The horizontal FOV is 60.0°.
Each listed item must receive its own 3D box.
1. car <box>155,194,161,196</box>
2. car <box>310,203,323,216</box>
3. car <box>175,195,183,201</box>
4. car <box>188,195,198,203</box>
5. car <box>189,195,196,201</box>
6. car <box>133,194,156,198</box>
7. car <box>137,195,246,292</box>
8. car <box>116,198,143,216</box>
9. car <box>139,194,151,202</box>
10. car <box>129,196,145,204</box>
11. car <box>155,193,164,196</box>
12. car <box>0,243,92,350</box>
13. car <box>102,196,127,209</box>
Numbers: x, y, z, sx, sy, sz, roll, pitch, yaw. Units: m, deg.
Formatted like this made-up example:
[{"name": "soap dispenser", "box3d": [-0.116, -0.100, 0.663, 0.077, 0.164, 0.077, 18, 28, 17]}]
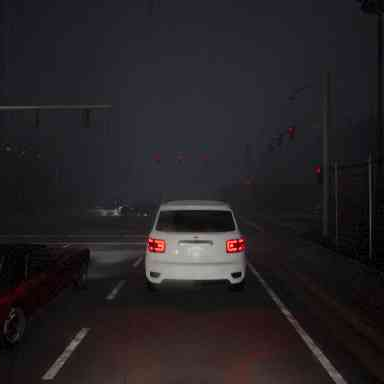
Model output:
[{"name": "car", "box3d": [-6.959, 1.525, 58.242, 1.812, 1.442, 4.674, 0, 0, 0]}, {"name": "car", "box3d": [14.038, 1.407, 32.677, 4.553, 1.767, 2.097, 0, 0, 0]}, {"name": "car", "box3d": [-3.327, 1.540, 86.037, 2.033, 1.411, 5.357, 0, 0, 0]}, {"name": "car", "box3d": [0.233, 1.494, 70.308, 2.128, 1.511, 4.902, 0, 0, 0]}, {"name": "car", "box3d": [0.173, 1.524, 86.152, 1.812, 1.442, 4.674, 0, 0, 0]}, {"name": "car", "box3d": [-6.989, 1.491, 48.983, 2.128, 1.511, 4.902, 0, 0, 0]}, {"name": "car", "box3d": [0.090, 1.221, 9.097, 2.150, 2.045, 5.566, 0, 0, 0]}, {"name": "car", "box3d": [-4.888, 1.595, 32.677, 4.181, 1.385, 1.994, 0, 0, 0]}, {"name": "car", "box3d": [-10.353, 1.354, 73.188, 2.097, 1.767, 4.553, 0, 0, 0]}, {"name": "car", "box3d": [-10.424, 1.491, 63.140, 2.128, 1.511, 4.902, 0, 0, 1]}, {"name": "car", "box3d": [-6.862, 1.221, 68.956, 2.150, 2.045, 5.566, 0, 0, 0]}, {"name": "car", "box3d": [-3.430, 1.601, 6.173, 1.895, 1.301, 4.718, 0, 0, 1]}, {"name": "car", "box3d": [-10.505, 1.352, 44.595, 2.097, 1.767, 4.553, 0, 0, 0]}]
